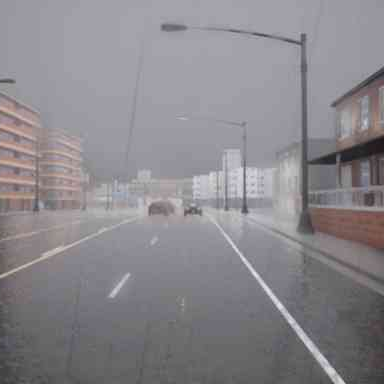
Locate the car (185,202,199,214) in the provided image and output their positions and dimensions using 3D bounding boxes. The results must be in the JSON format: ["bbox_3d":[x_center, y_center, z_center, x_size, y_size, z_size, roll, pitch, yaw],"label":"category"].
[{"bbox_3d":[0.045,2.132,44.722,1.812,1.442,4.674,0,-2,1],"label":"car"}]

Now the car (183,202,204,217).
[{"bbox_3d":[0.110,1.771,34.274,1.812,1.442,4.674,0,-2,0],"label":"car"}]

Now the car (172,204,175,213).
[{"bbox_3d":[-3.448,1.982,45.309,2.097,1.767,4.553,0,-2,0],"label":"car"}]

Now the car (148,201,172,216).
[{"bbox_3d":[-3.451,1.743,35.007,1.882,1.535,5.008,0,-2,0],"label":"car"}]
